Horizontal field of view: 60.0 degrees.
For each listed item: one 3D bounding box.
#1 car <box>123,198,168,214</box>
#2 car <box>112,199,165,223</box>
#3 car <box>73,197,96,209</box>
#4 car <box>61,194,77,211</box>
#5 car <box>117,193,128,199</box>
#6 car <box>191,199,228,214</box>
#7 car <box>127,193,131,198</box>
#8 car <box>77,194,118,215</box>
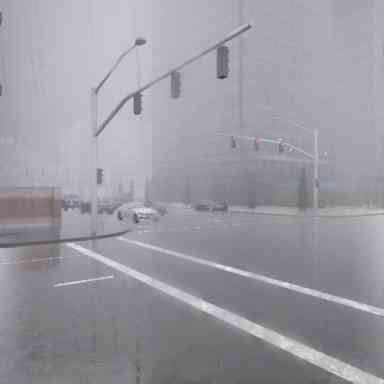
[{"bbox_3d":[-4.404,1.547,32.061,2.033,1.411,5.357,0,0,-36],"label":"car"},{"bbox_3d":[-4.292,1.526,25.899,1.812,1.442,4.674,0,0,-36],"label":"car"},{"bbox_3d":[-15.419,1.526,47.450,1.812,1.442,4.674,0,0,-35],"label":"car"},{"bbox_3d":[-15.121,1.221,41.007,2.150,2.045,5.566,0,0,-36],"label":"car"},{"bbox_3d":[-9.786,1.352,39.571,2.097,1.767,4.553,0,0,-36],"label":"car"},{"bbox_3d":[1.818,1.491,35.684,2.128,1.511,4.902,0,0,-35],"label":"car"},{"bbox_3d":[-11.839,1.221,54.786,2.150,2.045,5.566,0,0,-36],"label":"car"},{"bbox_3d":[-9.521,1.352,33.195,2.097,1.767,4.553,0,0,-36],"label":"car"}]
